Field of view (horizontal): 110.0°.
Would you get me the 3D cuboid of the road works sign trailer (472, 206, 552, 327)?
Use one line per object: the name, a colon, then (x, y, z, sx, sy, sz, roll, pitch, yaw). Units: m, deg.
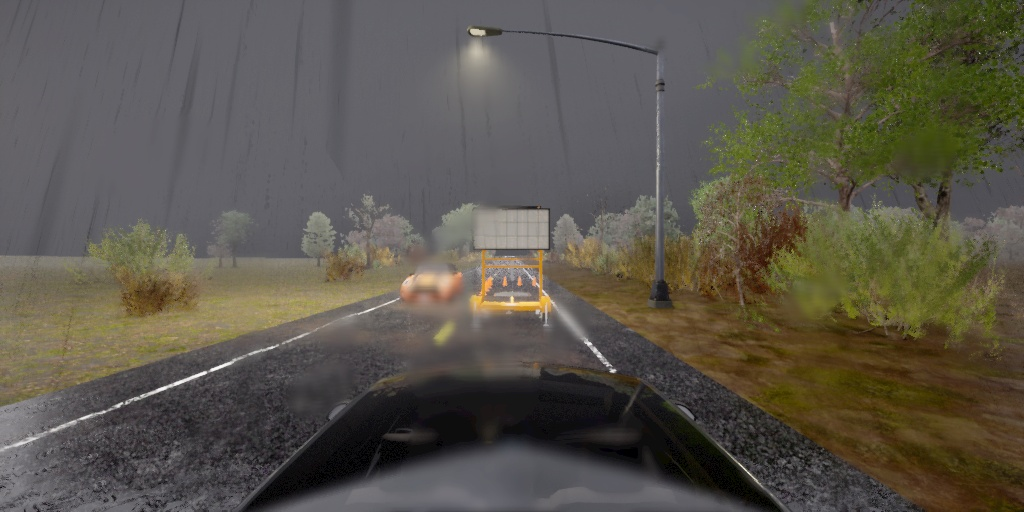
road works sign trailer: (0.006, 0.214, 11.511, 2.380, 3.560, 2.880, 0, 0, 0)

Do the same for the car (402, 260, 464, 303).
car: (-3.492, 1.100, 16.587, 2.097, 1.767, 4.553, 0, 0, 0)
